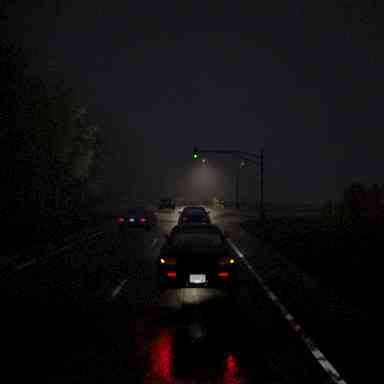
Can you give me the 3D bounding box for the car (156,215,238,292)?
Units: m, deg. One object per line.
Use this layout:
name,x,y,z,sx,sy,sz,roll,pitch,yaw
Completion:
car,0.116,1.564,8.920,1.812,1.442,4.674,0,0,0

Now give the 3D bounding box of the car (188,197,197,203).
car,0.174,1.832,71.258,2.033,1.411,5.357,0,0,0

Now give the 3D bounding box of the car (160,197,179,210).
car,-3.314,1.541,45.676,2.097,1.767,4.553,0,0,0

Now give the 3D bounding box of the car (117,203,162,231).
car,-3.356,1.637,21.113,2.033,1.411,5.357,0,0,0

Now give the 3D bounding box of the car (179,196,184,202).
car,-3.340,1.944,87.057,1.895,1.301,4.718,0,0,0

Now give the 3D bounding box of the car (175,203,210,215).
car,0.137,1.612,20.256,1.812,1.442,4.674,0,0,0
